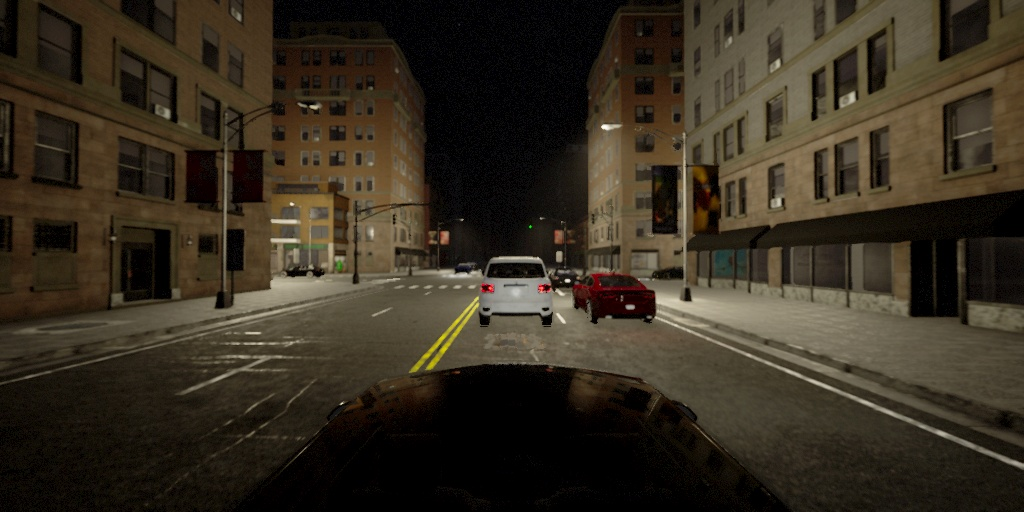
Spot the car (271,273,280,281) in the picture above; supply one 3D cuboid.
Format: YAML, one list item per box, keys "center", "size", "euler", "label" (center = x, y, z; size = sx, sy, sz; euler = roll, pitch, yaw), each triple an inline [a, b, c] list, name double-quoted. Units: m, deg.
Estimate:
- center: [-22.151, 1.409, 29.802]
  size: [4.097, 1.591, 1.967]
  euler: [0, 0, 0]
  label: "car"

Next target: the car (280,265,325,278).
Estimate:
- center: [-22.104, 1.634, 37.826]
  size: [4.313, 1.339, 1.948]
  euler: [0, 0, 0]
  label: "car"

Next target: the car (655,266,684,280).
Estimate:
- center: [16.053, 1.639, 35.429]
  size: [4.181, 1.385, 1.994]
  euler: [0, -1, 0]
  label: "car"

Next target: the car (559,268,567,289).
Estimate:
- center: [3.398, 1.501, 23.873]
  size: [1.994, 1.385, 4.181]
  euler: [0, -1, 0]
  label: "car"

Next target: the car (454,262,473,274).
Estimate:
- center: [-6.573, 1.743, 48.386]
  size: [1.895, 1.301, 4.718]
  euler: [0, 0, 0]
  label: "car"

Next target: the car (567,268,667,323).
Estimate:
- center: [3.358, 1.321, 12.641]
  size: [1.882, 1.535, 5.008]
  euler: [0, 0, 0]
  label: "car"

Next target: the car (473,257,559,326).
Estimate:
- center: [0.108, 1.060, 12.222]
  size: [2.150, 2.045, 5.566]
  euler: [0, -1, 0]
  label: "car"

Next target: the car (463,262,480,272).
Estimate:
- center: [-6.549, 1.714, 58.224]
  size: [2.128, 1.511, 4.902]
  euler: [0, 0, 0]
  label: "car"
